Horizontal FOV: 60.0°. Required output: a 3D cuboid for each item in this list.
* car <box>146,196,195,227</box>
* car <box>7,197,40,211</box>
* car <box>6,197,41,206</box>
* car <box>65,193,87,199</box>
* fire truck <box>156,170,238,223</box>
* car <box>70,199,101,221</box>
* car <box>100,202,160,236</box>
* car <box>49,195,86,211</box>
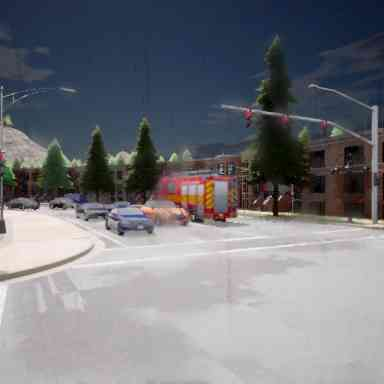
[{"bbox_3d":[-1.998,1.352,23.135,2.097,1.767,4.553,0,0,-29],"label":"car"},{"bbox_3d":[-20.562,1.507,40.619,4.892,1.490,1.837,-1,-1,34],"label":"car"},{"bbox_3d":[-28.415,1.547,56.159,5.357,1.411,2.033,0,0,15],"label":"car"},{"bbox_3d":[-18.855,1.221,51.988,5.566,2.045,2.150,0,0,29],"label":"car"},{"bbox_3d":[0.040,0.342,26.981,2.891,3.827,8.468,0,0,-30],"label":"fire truck"},{"bbox_3d":[-8.241,1.547,27.298,2.033,1.411,5.357,0,0,-30],"label":"car"},{"bbox_3d":[-3.661,1.526,18.917,1.812,1.442,4.674,0,0,-27],"label":"car"},{"bbox_3d":[-15.937,1.489,41.490,4.902,1.511,2.128,0,0,38],"label":"car"}]
